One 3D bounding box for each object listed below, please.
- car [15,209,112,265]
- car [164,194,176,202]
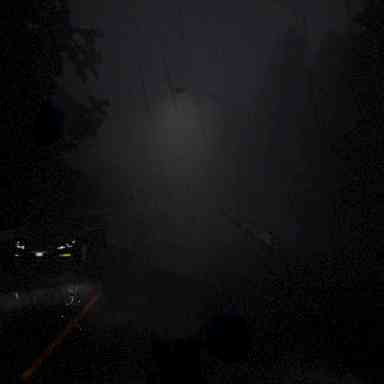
[{"bbox_3d":[-4.088,1.392,11.331,1.837,1.490,4.892,0,1,0],"label":"car"},{"bbox_3d":[-3.821,0.987,57.808,2.033,1.411,5.357,0,1,1],"label":"car"}]
